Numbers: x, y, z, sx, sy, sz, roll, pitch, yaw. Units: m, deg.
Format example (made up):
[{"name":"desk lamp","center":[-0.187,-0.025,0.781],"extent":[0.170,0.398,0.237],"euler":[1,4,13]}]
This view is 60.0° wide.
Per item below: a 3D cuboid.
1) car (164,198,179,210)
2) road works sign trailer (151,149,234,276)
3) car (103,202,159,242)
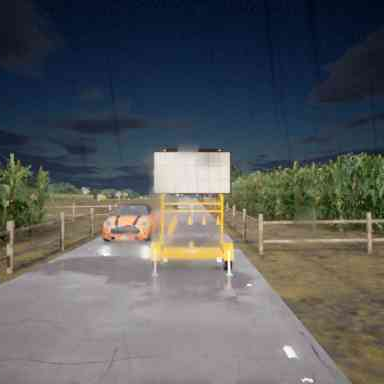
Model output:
[{"name":"car","center":[-2.735,1.576,42.605],"extent":[1.837,1.490,4.892],"euler":[0,0,0]},{"name":"road works sign trailer","center":[0.005,0.467,10.345],"extent":[2.380,3.560,2.880],"euler":[0,0,0]},{"name":"car","center":[-2.844,1.358,16.297],"extent":[2.097,1.767,4.553],"euler":[0,0,0]}]
